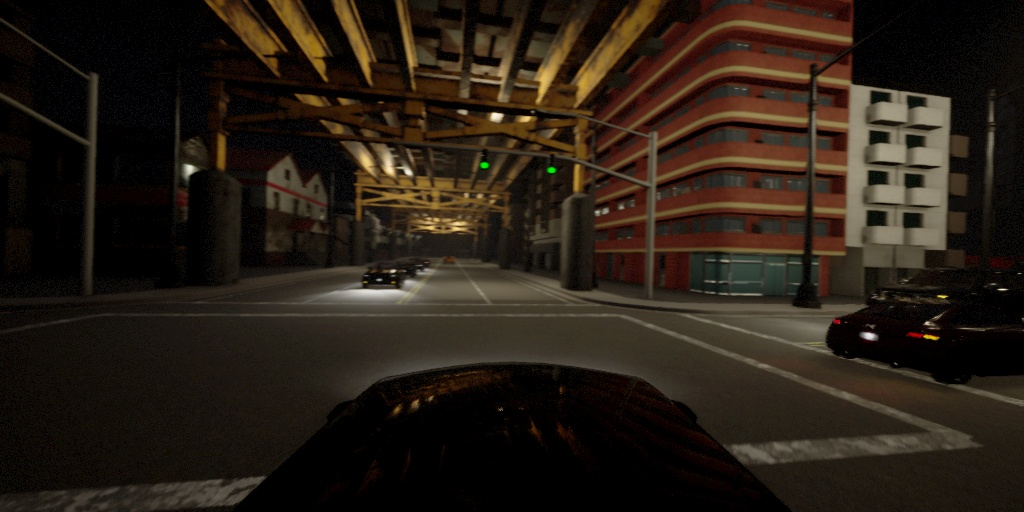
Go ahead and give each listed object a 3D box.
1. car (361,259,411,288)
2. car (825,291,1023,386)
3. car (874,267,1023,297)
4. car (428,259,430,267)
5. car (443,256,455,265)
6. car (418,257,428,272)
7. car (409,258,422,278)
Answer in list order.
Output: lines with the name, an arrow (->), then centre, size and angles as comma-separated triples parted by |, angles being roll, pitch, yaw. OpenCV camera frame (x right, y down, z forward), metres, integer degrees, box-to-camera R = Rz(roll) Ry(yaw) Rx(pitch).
car -> -7.371, 1.067, 20.995 | 1.994, 1.385, 4.181 | 2, 0, -10
car -> 8.822, 1.566, 7.263 | 4.181, 1.385, 1.994 | 2, 0, -11
car -> 15.145, 1.404, 12.093 | 5.566, 2.045, 2.150 | 2, 0, -10
car -> -12.126, 0.874, 48.458 | 1.895, 1.301, 4.718 | 2, 0, -9
car -> -10.842, 0.661, 61.710 | 1.882, 1.535, 5.008 | 2, 1, -10
car -> -10.484, 0.902, 38.827 | 1.812, 1.442, 4.674 | 2, 0, -10
car -> -8.906, 1.046, 29.747 | 1.895, 1.301, 4.718 | 2, 0, -10
